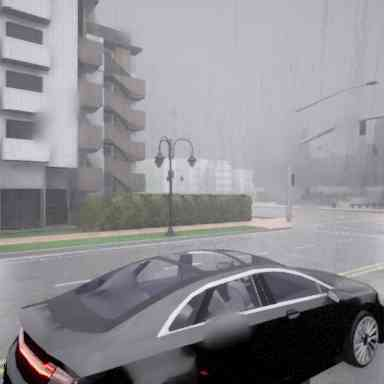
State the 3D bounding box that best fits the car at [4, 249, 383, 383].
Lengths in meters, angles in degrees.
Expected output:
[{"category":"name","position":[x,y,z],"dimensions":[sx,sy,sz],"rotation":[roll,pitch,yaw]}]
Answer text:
[{"category":"car","position":[0.498,1.493,4.112],"dimensions":[4.902,1.511,2.128],"rotation":[0,0,-35]}]
